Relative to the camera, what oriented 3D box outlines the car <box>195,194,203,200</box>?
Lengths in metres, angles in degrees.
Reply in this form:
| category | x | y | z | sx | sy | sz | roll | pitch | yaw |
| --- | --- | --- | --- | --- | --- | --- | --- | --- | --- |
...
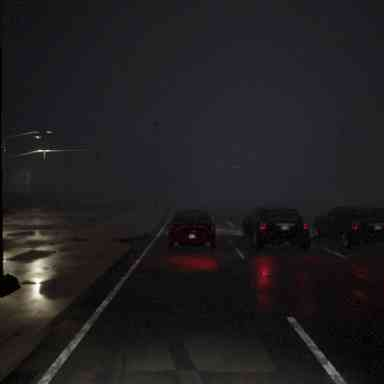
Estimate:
| category | x | y | z | sx | sy | sz | roll | pitch | yaw |
| --- | --- | --- | --- | --- | --- | --- | --- | --- | --- |
| car | 2.165 | 1.477 | 94.470 | 2.033 | 1.411 | 5.357 | 0 | 0 | 0 |

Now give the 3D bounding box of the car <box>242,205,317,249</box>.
| category | x | y | z | sx | sy | sz | roll | pitch | yaw |
| --- | --- | --- | --- | --- | --- | --- | --- | --- | --- |
| car | 3.500 | 1.364 | 14.628 | 2.097 | 1.767 | 4.553 | 0 | 0 | 0 |

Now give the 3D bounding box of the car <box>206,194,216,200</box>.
| category | x | y | z | sx | sy | sz | roll | pitch | yaw |
| --- | --- | --- | --- | --- | --- | --- | --- | --- | --- |
| car | 5.665 | 1.472 | 94.822 | 2.128 | 1.511 | 4.902 | 0 | 0 | 0 |

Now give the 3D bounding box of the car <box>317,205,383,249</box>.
| category | x | y | z | sx | sy | sz | roll | pitch | yaw |
| --- | --- | --- | --- | --- | --- | --- | --- | --- | --- |
| car | 7.000 | 1.364 | 14.628 | 2.097 | 1.767 | 4.553 | 0 | 0 | 0 |

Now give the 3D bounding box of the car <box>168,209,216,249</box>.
| category | x | y | z | sx | sy | sz | roll | pitch | yaw |
| --- | --- | --- | --- | --- | --- | --- | --- | --- | --- |
| car | 0.000 | 1.483 | 14.658 | 1.882 | 1.535 | 5.008 | 0 | 0 | 0 |

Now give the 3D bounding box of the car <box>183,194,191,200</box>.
| category | x | y | z | sx | sy | sz | roll | pitch | yaw |
| --- | --- | --- | --- | --- | --- | --- | --- | --- | --- |
| car | -1.335 | 1.292 | 94.413 | 2.097 | 1.767 | 4.553 | 0 | 0 | 0 |
